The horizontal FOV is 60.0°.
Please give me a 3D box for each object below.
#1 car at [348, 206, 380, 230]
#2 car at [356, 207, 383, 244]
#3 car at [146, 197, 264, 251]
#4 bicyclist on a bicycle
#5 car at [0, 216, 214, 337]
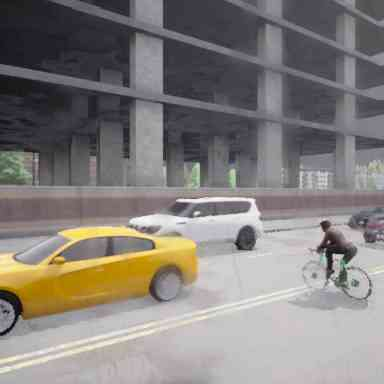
[{"bbox_3d":[11.282,1.564,19.969,4.181,1.385,1.994,0,0,-33],"label":"car"},{"bbox_3d":[9.448,1.525,14.579,4.674,1.442,1.812,0,0,-34],"label":"car"},{"bbox_3d":[0.233,1.222,12.572,5.566,2.045,2.150,0,0,-34],"label":"car"},{"bbox_3d":[3.088,1.455,7.264,0.582,1.620,1.656,0,-2,-34],"label":"bicyclist on a bicycle"},{"bbox_3d":[-2.181,1.477,6.710,5.008,1.535,1.882,0,0,-34],"label":"car"}]
